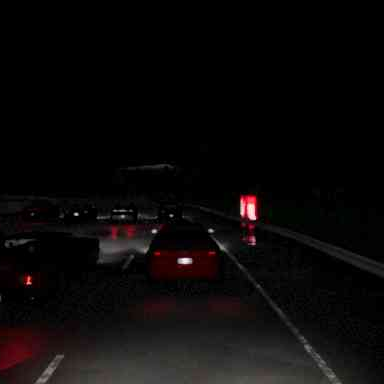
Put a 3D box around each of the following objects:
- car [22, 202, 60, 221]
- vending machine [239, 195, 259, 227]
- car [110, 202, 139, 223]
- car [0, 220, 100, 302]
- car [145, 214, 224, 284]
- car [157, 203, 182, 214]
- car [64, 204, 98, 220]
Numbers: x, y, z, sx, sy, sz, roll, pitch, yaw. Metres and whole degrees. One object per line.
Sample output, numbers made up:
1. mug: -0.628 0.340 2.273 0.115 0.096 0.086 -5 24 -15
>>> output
1. car: -12.531 1.551 27.875 1.882 1.535 5.008 0 0 -8
2. vending machine: 3.787 1.225 22.106 1.100 2.100 0.880 0 0 -6
3. car: -5.225 1.547 26.011 2.128 1.511 4.902 0 0 -7
4. car: -3.665 1.623 8.212 1.895 1.301 4.718 0 0 -2
5. car: -0.260 1.581 9.743 1.994 1.385 4.181 0 0 -3
6. car: -1.816 1.575 26.918 1.812 1.442 4.674 0 0 -7
7. car: -8.846 1.628 26.677 1.994 1.385 4.181 0 0 -7
